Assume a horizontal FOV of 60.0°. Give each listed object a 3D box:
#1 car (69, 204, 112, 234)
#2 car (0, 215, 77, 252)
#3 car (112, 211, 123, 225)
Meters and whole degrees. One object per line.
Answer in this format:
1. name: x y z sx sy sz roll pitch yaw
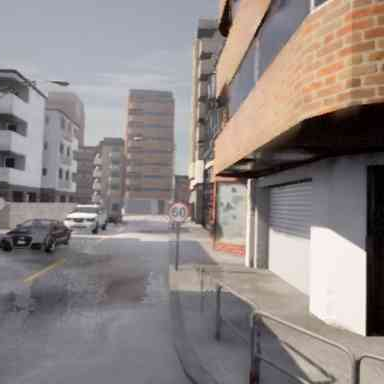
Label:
1. car: -7.872 1.972 25.154 2.150 2.045 5.566 2 -2 -4
2. car: -7.195 1.968 15.759 1.994 1.385 4.181 2 -2 -4
3. car: -8.615 2.726 35.318 1.895 1.301 4.718 2 -2 -4
